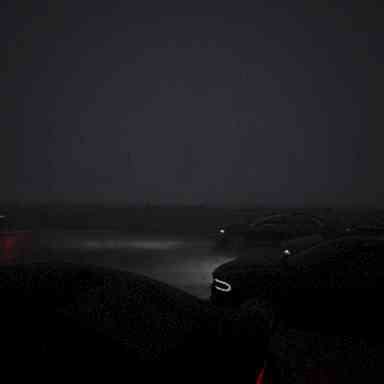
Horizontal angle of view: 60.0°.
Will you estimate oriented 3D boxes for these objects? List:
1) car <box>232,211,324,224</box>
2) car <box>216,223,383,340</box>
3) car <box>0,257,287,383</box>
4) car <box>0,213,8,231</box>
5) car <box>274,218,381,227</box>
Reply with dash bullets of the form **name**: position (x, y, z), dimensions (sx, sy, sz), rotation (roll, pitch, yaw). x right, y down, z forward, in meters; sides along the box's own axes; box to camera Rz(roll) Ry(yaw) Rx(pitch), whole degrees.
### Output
- **car**: position (3.354, 1.491, 12.625), dimensions (4.902, 1.511, 2.128), rotation (0, 0, 18)
- **car**: position (2.798, 1.478, 5.460), dimensions (5.008, 1.535, 1.882), rotation (0, 0, 18)
- **car**: position (-1.731, 1.477, 3.219), dimensions (5.008, 1.535, 1.882), rotation (0, 0, 18)
- **car**: position (-12.135, 1.486, 17.519), dimensions (4.902, 1.511, 2.128), rotation (0, 0, 17)
- **car**: position (4.363, 1.564, 8.636), dimensions (4.181, 1.385, 1.994), rotation (0, 0, 18)
